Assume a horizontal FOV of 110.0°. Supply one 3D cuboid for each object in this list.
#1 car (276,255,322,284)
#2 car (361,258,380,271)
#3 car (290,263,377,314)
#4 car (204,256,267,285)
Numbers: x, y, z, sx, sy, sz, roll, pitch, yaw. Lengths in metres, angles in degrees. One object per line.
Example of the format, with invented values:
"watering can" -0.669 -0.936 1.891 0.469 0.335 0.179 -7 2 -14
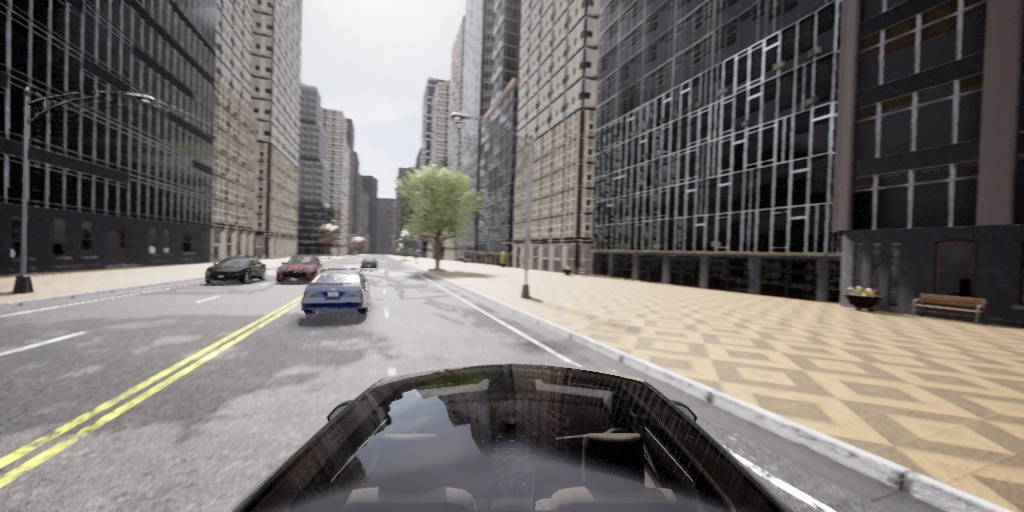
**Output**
"car" -13.356 0.761 22.898 2.097 1.767 4.553 2 0 -20
"car" -16.174 0.895 40.782 1.812 1.442 4.674 2 0 -20
"car" -6.070 1.146 12.825 2.033 1.411 5.357 2 0 -20
"car" -16.260 0.798 21.361 1.882 1.535 5.008 2 0 -20
